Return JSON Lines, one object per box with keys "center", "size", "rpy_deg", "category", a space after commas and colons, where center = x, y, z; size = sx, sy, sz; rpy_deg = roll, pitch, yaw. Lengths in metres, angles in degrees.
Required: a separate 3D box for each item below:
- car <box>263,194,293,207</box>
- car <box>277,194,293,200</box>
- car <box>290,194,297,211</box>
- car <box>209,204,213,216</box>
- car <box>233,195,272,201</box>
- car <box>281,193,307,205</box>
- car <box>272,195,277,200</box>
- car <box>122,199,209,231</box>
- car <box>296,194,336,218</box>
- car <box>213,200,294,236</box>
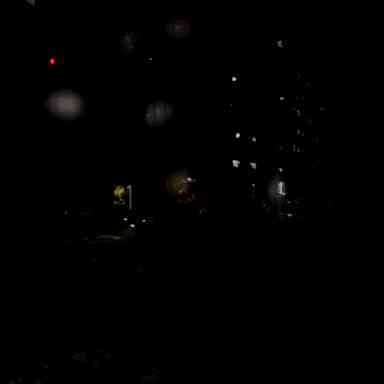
{"center": [10.237, 1.012, 39.443], "size": [1.947, 1.339, 4.313], "rpy_deg": [1, 1, 36], "category": "car"}
{"center": [10.413, 1.012, 35.510], "size": [1.812, 1.442, 4.674], "rpy_deg": [0, 1, 37], "category": "car"}
{"center": [11.328, 1.081, 31.797], "size": [1.994, 1.385, 4.181], "rpy_deg": [0, 1, 36], "category": "car"}
{"center": [0.066, 1.212, 25.594], "size": [1.752, 1.417, 4.829], "rpy_deg": [1, 1, 36], "category": "car"}
{"center": [4.305, 1.122, 27.212], "size": [2.128, 1.511, 4.902], "rpy_deg": [0, 1, 37], "category": "car"}
{"center": [13.593, 0.911, 44.012], "size": [1.887, 1.381, 4.507], "rpy_deg": [1, 1, 36], "category": "car"}
{"center": [6.779, 1.053, 34.734], "size": [1.752, 1.417, 4.829], "rpy_deg": [1, 1, 36], "category": "car"}
{"center": [-1.509, 1.315, 19.303], "size": [2.033, 1.411, 5.357], "rpy_deg": [0, 1, 36], "category": "car"}
{"center": [9.892, 1.035, 25.659], "size": [1.967, 1.590, 4.097], "rpy_deg": [1, 1, 36], "category": "car"}
{"center": [3.179, 1.305, 16.520], "size": [2.008, 1.369, 4.403], "rpy_deg": [1, 1, 36], "category": "car"}
